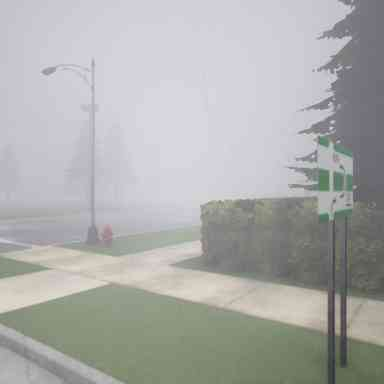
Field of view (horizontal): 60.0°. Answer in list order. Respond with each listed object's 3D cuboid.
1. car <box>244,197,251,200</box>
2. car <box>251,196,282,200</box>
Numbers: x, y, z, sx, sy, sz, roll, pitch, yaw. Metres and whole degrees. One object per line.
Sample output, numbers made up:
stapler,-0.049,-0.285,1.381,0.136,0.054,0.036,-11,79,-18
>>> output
car,10.548,1.546,57.644,2.033,1.411,5.357,0,0,38
car,10.183,1.524,45.271,1.812,1.442,4.674,0,0,36
